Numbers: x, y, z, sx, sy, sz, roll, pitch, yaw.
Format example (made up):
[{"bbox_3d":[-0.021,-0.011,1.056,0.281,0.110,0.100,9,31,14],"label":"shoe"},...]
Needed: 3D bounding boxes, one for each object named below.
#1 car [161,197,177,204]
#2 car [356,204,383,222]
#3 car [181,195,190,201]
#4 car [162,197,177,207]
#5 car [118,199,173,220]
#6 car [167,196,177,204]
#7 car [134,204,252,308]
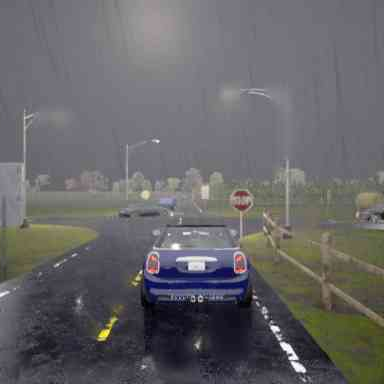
[{"bbox_3d":[-3.280,1.440,42.540,1.882,1.535,5.008,0,0,-1],"label":"car"},{"bbox_3d":[14.665,1.478,24.253,4.902,1.511,2.128,0,0,9],"label":"car"},{"bbox_3d":[-1.603,1.421,82.375,2.128,1.511,4.902,0,0,-2],"label":"car"},{"bbox_3d":[-3.502,1.495,52.659,2.033,1.411,5.357,0,0,-1],"label":"car"},{"bbox_3d":[-4.114,1.526,28.214,4.181,1.385,1.994,0,1,-39],"label":"car"},{"bbox_3d":[-3.755,1.533,63.120,1.895,1.301,4.718,0,0,-1],"label":"car"},{"bbox_3d":[0.074,1.347,8.090,2.097,1.767,4.553,0,0,0],"label":"car"}]
